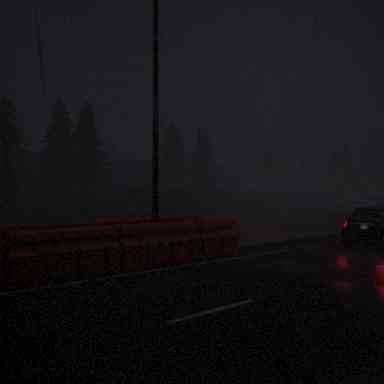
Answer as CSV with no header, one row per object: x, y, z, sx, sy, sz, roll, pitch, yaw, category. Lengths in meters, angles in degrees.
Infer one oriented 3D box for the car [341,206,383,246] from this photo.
8.352,1.367,14.027,4.553,1.767,2.097,0,0,-35,car
